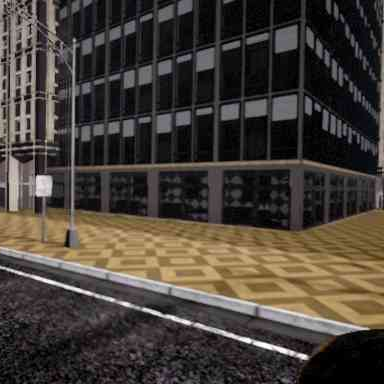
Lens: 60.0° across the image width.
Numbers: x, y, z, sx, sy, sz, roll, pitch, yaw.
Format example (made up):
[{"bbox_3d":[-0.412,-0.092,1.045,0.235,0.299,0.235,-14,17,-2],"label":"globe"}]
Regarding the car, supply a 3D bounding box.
[{"bbox_3d":[2.961,1.499,1.575,4.892,1.490,1.837,0,0,36],"label":"car"}]
